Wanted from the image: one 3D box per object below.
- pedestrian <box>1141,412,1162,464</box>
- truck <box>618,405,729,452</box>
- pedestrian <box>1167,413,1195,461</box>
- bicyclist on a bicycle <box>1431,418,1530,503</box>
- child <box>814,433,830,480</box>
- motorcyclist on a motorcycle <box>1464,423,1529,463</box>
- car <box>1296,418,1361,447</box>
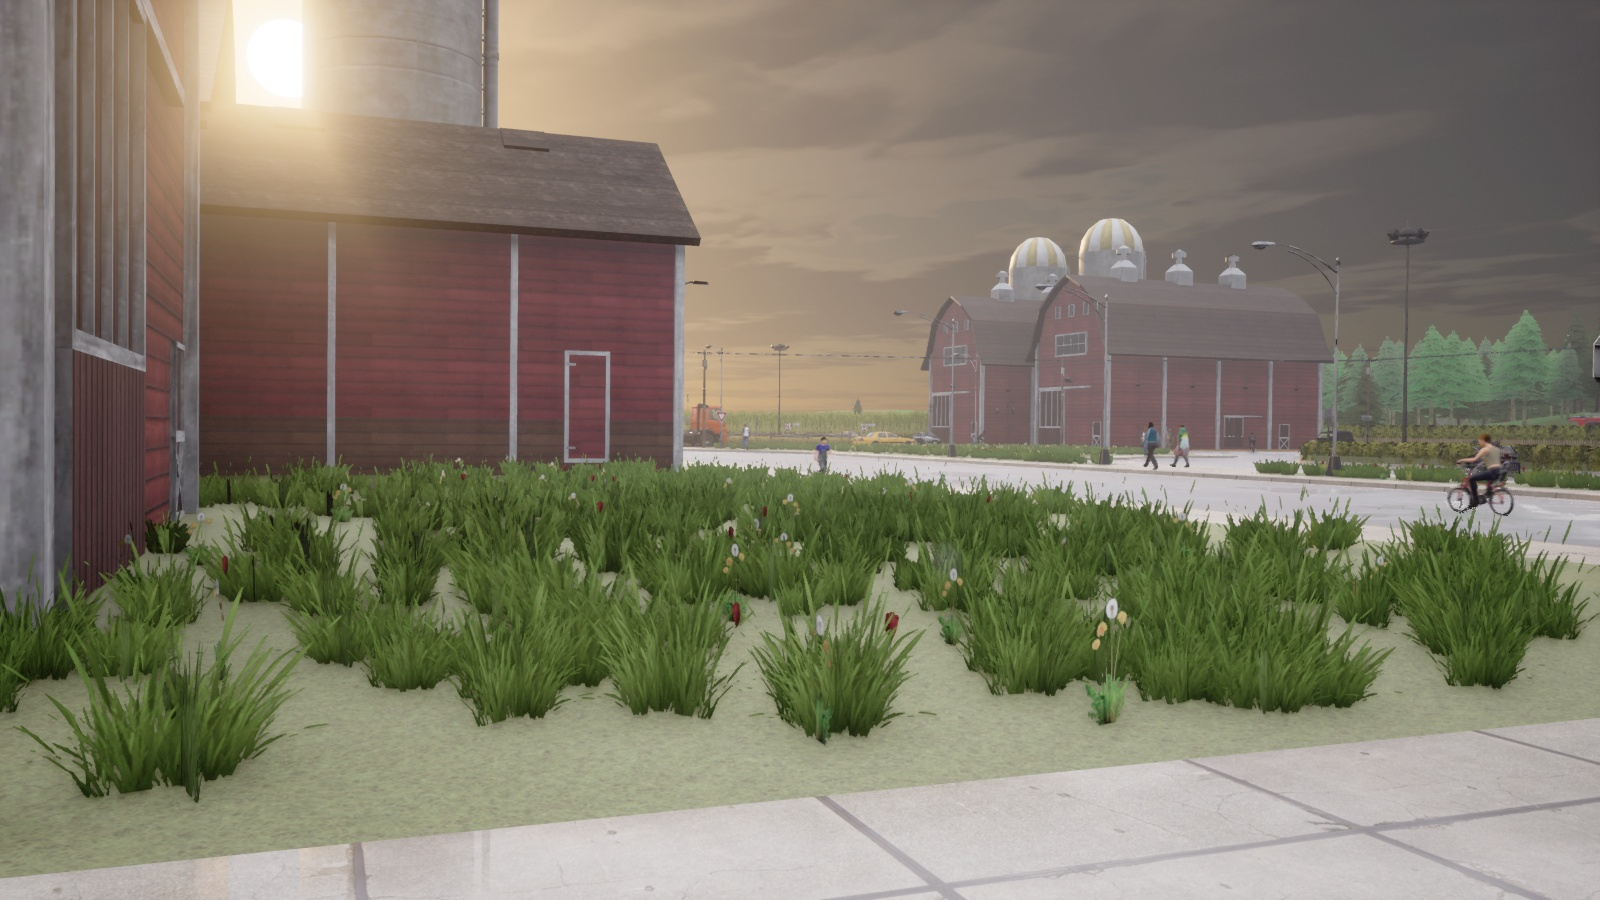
[{"bbox_3d":[13.230,-0.459,47.294,0.396,1.930,0.692,-1,1,-21],"label":"pedestrian"},{"bbox_3d":[-9.714,-1.646,96.331,7.936,3.462,2.891,-1,1,-21],"label":"truck"},{"bbox_3d":[15.659,-0.547,51.672,0.659,1.952,0.873,-1,1,-33],"label":"pedestrian"},{"bbox_3d":[13.400,0.187,24.766,0.866,1.612,1.509,-1,1,-21],"label":"bicyclist on a bicycle"},{"bbox_3d":[0.606,0.171,34.195,0.270,1.263,0.437,-1,1,-23],"label":"child"},{"bbox_3d":[27.551,-0.273,49.711,0.866,1.530,2.191,-1,1,-21],"label":"motorcyclist on a motorcycle"},{"bbox_3d":[35.988,-1.186,85.568,1.905,1.878,3.866,-1,1,-21],"label":"car"}]
